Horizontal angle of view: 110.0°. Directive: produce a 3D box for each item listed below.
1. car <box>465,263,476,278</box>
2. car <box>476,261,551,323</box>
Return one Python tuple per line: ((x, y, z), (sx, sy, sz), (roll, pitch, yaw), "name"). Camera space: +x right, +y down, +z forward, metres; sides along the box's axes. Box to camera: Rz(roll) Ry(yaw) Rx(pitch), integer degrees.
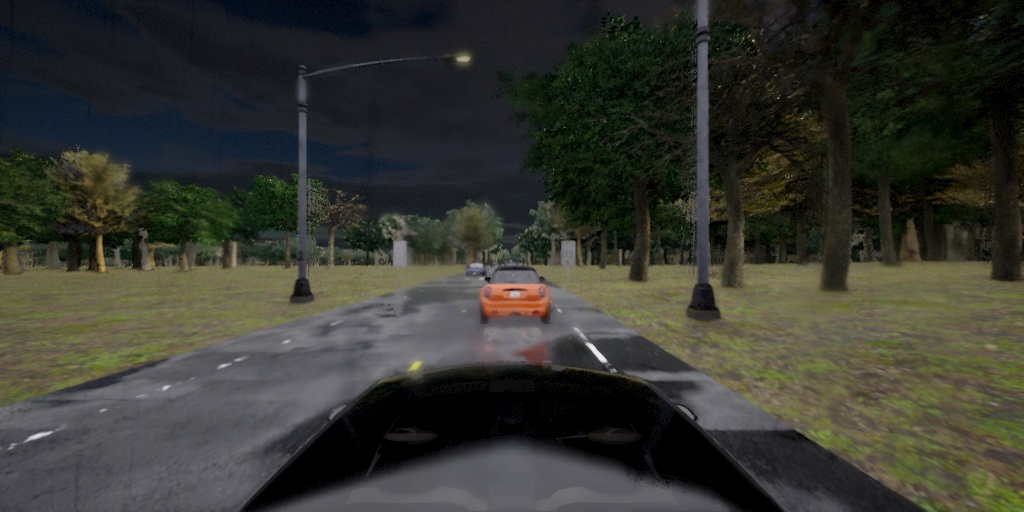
((-3.593, 1.408, 36.760), (1.812, 1.442, 4.674), (0, 0, 0), "car")
((0.099, 1.112, 12.339), (2.097, 1.767, 4.553), (0, 0, 0), "car")
